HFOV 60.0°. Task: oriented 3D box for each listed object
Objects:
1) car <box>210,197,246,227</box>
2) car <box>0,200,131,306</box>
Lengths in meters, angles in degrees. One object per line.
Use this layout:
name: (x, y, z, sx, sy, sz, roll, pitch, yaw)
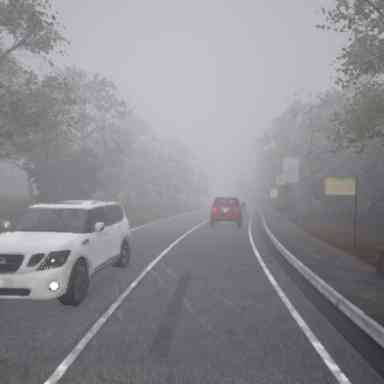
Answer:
car: (2.648, 1.373, 24.546, 2.150, 2.045, 5.566, 1, 0, 10)
car: (-3.148, 1.245, 8.499, 2.150, 2.045, 5.566, 0, 0, 4)
